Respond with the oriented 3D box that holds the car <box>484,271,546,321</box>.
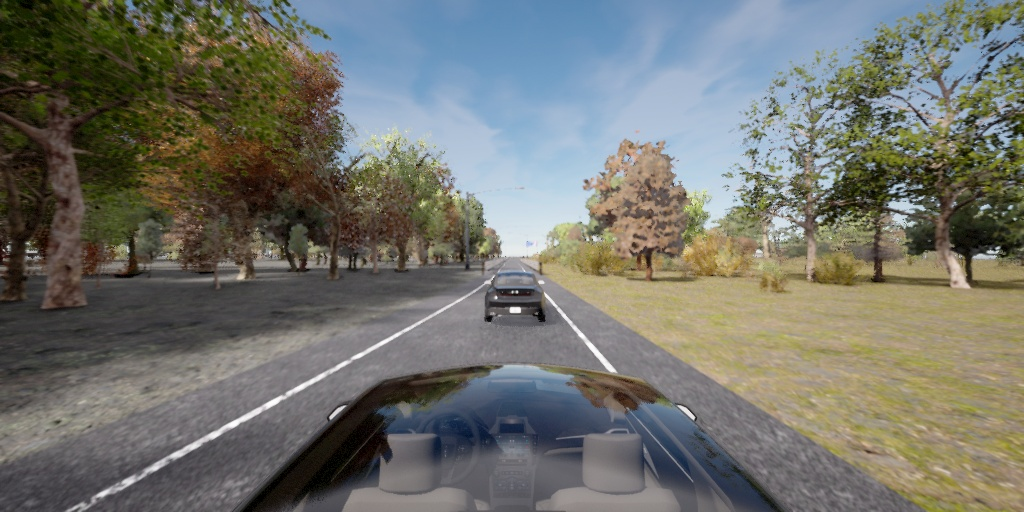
[{"bbox_3d":[0.095,1.255,12.363,1.837,1.490,4.892,0,0,0],"label":"car"}]
